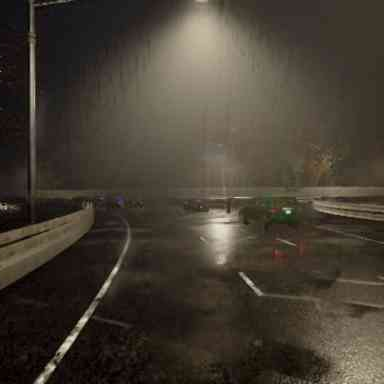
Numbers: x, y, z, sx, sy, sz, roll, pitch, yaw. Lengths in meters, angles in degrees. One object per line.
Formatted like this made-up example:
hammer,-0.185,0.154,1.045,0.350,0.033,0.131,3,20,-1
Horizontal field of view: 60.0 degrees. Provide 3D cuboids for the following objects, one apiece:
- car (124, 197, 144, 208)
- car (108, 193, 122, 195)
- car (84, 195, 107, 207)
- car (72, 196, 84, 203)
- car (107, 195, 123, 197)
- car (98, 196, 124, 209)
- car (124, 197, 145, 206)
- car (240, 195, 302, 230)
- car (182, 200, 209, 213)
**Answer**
car,-8.836,1.684,50.087,1.895,1.301,4.718,0,0,-27
car,-16.187,1.177,68.221,2.150,2.045,5.566,0,0,-40
car,-16.045,1.654,55.647,1.812,1.442,4.674,0,0,-34
car,-21.752,1.593,63.979,1.837,1.490,4.892,0,0,-40
car,-13.476,1.641,58.127,1.812,1.442,4.674,0,0,-34
car,-11.747,1.663,48.110,1.994,1.385,4.181,0,0,-27
car,-10.297,1.603,59.677,1.837,1.490,4.892,0,0,-34
car,4.835,1.211,21.146,2.150,2.045,5.566,0,0,-11
car,0.353,1.587,37.377,1.994,1.385,4.181,0,0,-20
